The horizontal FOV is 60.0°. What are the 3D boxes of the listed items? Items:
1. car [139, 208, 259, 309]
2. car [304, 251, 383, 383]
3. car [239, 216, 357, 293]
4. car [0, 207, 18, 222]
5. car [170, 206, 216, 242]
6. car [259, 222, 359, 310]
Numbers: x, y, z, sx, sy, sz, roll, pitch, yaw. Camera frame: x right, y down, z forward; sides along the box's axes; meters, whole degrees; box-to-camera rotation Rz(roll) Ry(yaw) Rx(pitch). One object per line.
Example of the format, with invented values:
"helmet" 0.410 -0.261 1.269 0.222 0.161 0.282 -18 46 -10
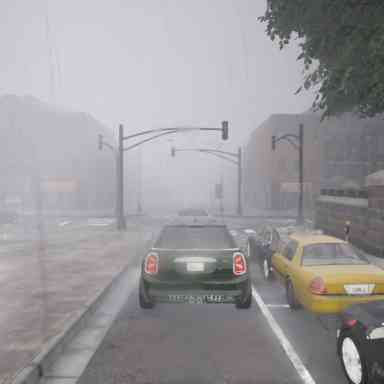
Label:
"car" 0.080 1.350 8.030 2.097 1.767 4.553 0 0 0
"car" 2.626 1.550 2.486 2.008 1.369 4.403 -1 0 0
"car" 2.668 1.548 9.622 2.008 1.369 4.403 -1 0 0
"car" -14.718 1.426 23.129 4.892 1.490 1.837 1 1 0
"car" 0.042 1.555 17.464 2.033 1.411 5.357 0 0 0
"car" 2.688 1.523 7.648 1.752 1.417 4.829 -1 0 0
